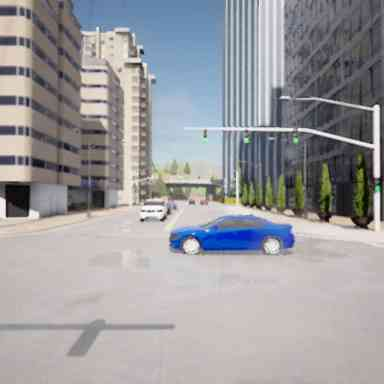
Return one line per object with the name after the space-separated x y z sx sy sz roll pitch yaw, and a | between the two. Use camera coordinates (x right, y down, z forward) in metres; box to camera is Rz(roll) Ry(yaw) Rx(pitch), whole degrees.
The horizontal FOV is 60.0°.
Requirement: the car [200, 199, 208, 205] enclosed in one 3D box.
3.478 2.955 92.889 1.994 1.385 4.181 0 -1 0 | car

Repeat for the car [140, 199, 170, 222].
-3.605 1.708 31.942 2.150 2.045 5.566 0 -1 0 | car

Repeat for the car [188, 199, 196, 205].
-0.022 2.886 92.473 1.837 1.490 4.892 0 -1 0 | car

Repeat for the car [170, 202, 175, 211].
-3.605 2.116 42.283 1.882 1.535 5.008 0 -1 0 | car

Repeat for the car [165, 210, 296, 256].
1.585 1.663 13.477 5.008 1.535 1.882 0 -1 0 | car

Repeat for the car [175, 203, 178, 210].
-3.557 2.378 56.784 1.812 1.442 4.674 0 -1 1 | car
